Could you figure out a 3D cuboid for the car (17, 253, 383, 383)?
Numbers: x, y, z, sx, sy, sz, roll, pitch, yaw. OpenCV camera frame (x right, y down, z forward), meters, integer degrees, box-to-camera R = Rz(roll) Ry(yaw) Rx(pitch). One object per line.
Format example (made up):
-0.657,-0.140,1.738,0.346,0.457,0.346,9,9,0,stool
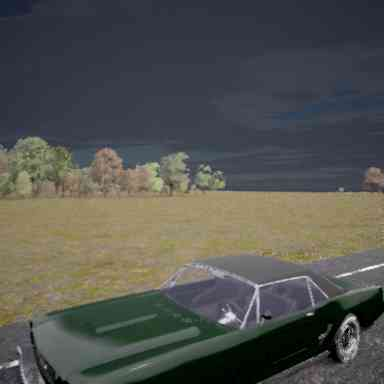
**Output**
0.437,1.595,4.298,4.718,1.301,1.895,0,0,-35,car
